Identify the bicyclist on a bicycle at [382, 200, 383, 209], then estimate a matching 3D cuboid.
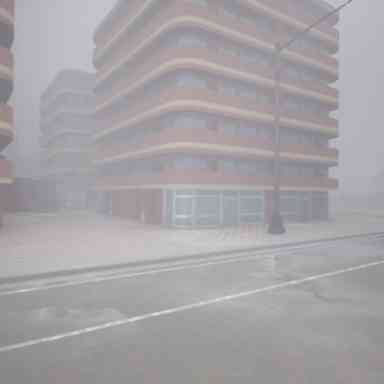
[{"bbox_3d":[31.710,1.927,54.721,1.656,1.620,0.582,0,0,-35],"label":"bicyclist on a bicycle"}]
